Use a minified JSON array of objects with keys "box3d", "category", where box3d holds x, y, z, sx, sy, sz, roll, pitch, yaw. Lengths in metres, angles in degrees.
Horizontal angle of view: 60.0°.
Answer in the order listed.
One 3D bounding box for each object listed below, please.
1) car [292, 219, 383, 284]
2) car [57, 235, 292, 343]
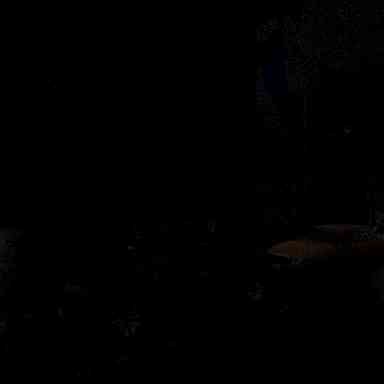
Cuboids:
[{"box3d":[3.992,1.526,9.552,4.829,1.417,1.752,0,0,-36],"category":"car"},{"box3d":[-0.279,1.566,6.469,4.313,1.339,1.947,0,0,-36],"category":"car"}]
